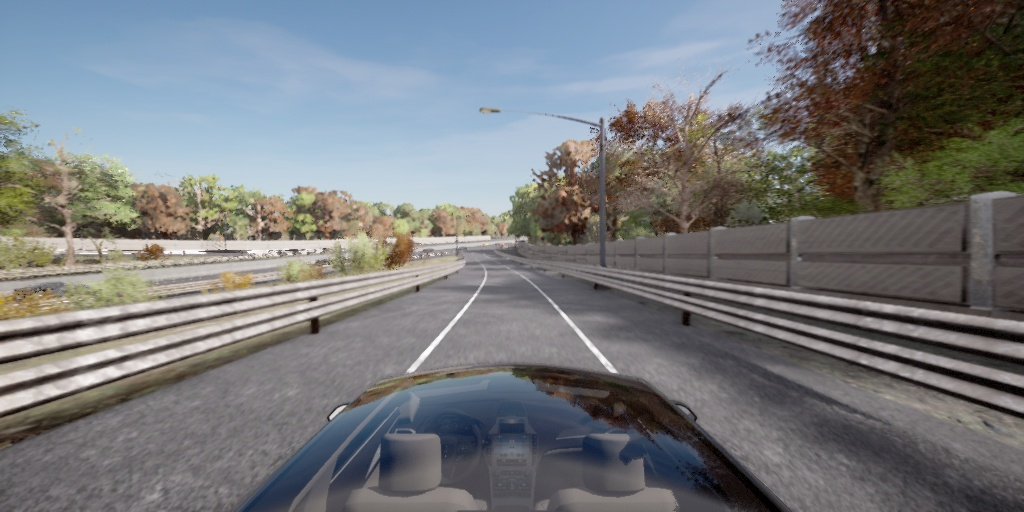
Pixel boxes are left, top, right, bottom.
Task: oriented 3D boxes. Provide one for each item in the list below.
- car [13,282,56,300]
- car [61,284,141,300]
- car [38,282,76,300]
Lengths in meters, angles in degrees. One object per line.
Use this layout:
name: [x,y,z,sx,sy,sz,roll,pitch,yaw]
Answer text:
car: [-44.365,3.245,34.890,1.882,1.535,5.008,1,4,15]
car: [-37.560,3.410,33.250,1.812,1.442,4.674,1,4,15]
car: [-40.960,3.388,34.084,1.994,1.385,4.181,1,4,15]
